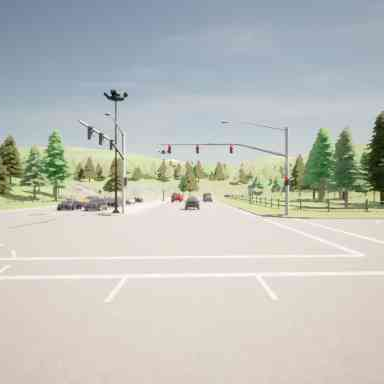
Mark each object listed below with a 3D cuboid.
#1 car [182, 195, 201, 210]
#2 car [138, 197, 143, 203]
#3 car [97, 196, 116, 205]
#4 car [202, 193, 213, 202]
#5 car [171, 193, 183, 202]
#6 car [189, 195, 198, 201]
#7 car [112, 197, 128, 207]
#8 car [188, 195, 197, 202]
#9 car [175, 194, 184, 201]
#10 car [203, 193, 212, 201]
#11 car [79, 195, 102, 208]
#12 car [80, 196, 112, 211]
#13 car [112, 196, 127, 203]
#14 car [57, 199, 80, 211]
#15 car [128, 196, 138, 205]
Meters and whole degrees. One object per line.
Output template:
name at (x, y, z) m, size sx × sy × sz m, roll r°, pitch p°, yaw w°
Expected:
car at (0.029, 1.504, 43.173) m, size 1.837 × 1.490 × 4.892 m, roll 0°, pitch 0°, yaw 0°
car at (-11.449, 1.595, 69.889) m, size 1.895 × 1.301 × 4.718 m, roll 0°, pitch 0°, yaw 0°
car at (-15.032, 1.491, 58.593) m, size 2.128 × 1.511 × 4.902 m, roll 0°, pitch 0°, yaw 0°
car at (3.587, 1.536, 73.774) m, size 2.033 × 1.411 × 5.357 m, roll 0°, pitch 0°, yaw 1°
car at (-3.413, 1.220, 73.812) m, size 2.150 × 2.045 × 5.566 m, roll 0°, pitch 0°, yaw 1°
car at (0.316, 1.466, 84.463) m, size 2.128 × 1.511 × 4.902 m, roll 0°, pitch 0°, yaw 2°
car at (-11.564, 1.547, 50.112) m, size 2.033 × 1.411 × 5.357 m, roll 0°, pitch 0°, yaw 0°
car at (0.091, 1.475, 74.192) m, size 1.882 × 1.535 × 5.008 m, roll 0°, pitch 0°, yaw 1°
car at (-3.183, 1.419, 84.557) m, size 1.882 × 1.535 × 5.008 m, roll 0°, pitch 0°, yaw 2°
car at (3.815, 1.166, 84.398) m, size 2.150 × 2.045 × 5.566 m, roll 0°, pitch 0°, yaw 2°
car at (-15.060, 1.352, 49.714) m, size 2.097 × 1.767 × 4.553 m, roll 0°, pitch 0°, yaw 0°
car at (-11.572, 1.505, 40.374) m, size 1.837 × 1.490 × 4.892 m, roll 0°, pitch 0°, yaw 0°
car at (-14.950, 1.595, 68.736) m, size 1.895 × 1.301 × 4.718 m, roll 0°, pitch 0°, yaw 0°
car at (-15.060, 1.564, 41.207) m, size 1.994 × 1.385 × 4.181 m, roll 0°, pitch 0°, yaw 1°
car at (-11.537, 1.601, 59.696) m, size 1.895 × 1.301 × 4.718 m, roll 0°, pitch 0°, yaw 1°
